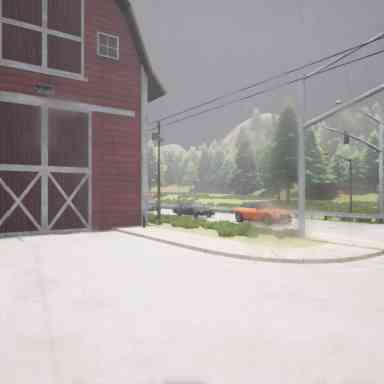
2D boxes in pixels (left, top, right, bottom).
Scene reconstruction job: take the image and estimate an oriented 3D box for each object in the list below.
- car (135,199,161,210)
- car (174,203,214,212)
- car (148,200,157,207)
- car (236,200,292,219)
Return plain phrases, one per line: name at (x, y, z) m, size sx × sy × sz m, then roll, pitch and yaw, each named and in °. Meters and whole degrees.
car at (-6.605, 1.849, 49.579) m, size 1.812 × 1.442 × 4.674 m, roll 0°, pitch 0°, yaw -34°
car at (0.060, 1.771, 33.457) m, size 2.033 × 1.411 × 5.357 m, roll 0°, pitch 0°, yaw -34°
car at (-5.559, 1.841, 41.674) m, size 1.994 × 1.385 × 4.181 m, roll 0°, pitch 0°, yaw -35°
car at (5.438, 1.526, 25.599) m, size 2.097 × 1.767 × 4.553 m, roll 0°, pitch 0°, yaw -34°
